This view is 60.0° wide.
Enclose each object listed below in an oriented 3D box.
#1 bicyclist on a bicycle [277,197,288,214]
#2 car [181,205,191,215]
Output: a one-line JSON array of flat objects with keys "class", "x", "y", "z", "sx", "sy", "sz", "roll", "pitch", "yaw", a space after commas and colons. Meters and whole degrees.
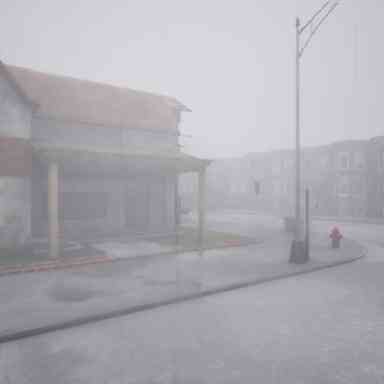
[{"class": "bicyclist on a bicycle", "x": 8.904, "y": 1.351, "z": 32.682, "sx": 1.656, "sy": 1.620, "sz": 0.582, "roll": 0, "pitch": 0, "yaw": -35}, {"class": "car", "x": -2.085, "y": 1.602, "z": 33.638, "sx": 1.895, "sy": 1.301, "sz": 4.718, "roll": 0, "pitch": 0, "yaw": -35}]
